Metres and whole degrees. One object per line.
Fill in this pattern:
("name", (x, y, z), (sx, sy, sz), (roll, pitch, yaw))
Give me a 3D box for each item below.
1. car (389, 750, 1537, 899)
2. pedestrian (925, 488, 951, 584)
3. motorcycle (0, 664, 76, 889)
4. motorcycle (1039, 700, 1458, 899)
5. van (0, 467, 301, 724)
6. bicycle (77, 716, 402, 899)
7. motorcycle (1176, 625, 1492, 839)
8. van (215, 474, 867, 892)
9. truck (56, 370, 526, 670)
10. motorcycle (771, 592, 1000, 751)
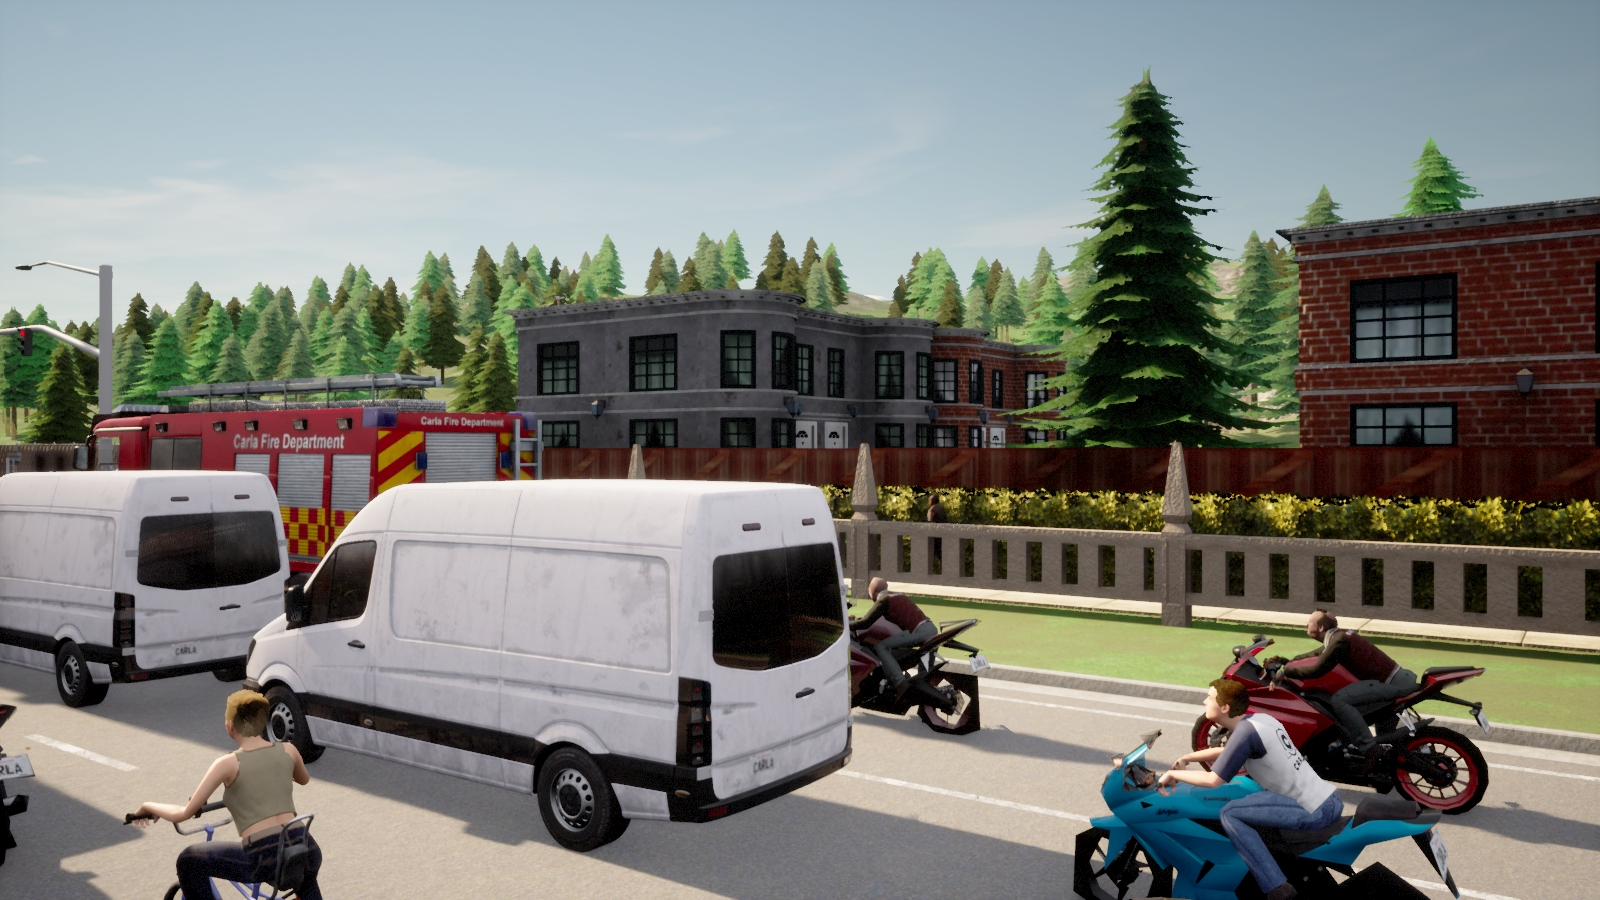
("car", (0.956, 2.066, 3.117), (4.193, 1.474, 1.816), (0, 0, 35))
("pedestrian", (2.741, 1.696, 22.680), (0.375, 1.860, 0.375), (0, 0, 35))
("motorcycle", (-6.050, 2.205, 8.010), (2.209, 1.251, 0.867), (0, 0, 35))
("motorcycle", (2.445, 2.186, 6.345), (2.033, 1.199, 0.803), (0, 0, 35))
("van", (-8.827, 1.534, 14.236), (5.915, 2.561, 1.988), (0, 0, 35))
("bicycle", (-2.830, 2.158, 5.745), (1.487, 1.277, 0.859), (0, 0, 35))
("motorcycle", (4.314, 2.205, 9.310), (2.209, 1.251, 0.867), (0, 0, 35))
("van", (-2.471, 1.534, 9.781), (5.915, 2.561, 1.988), (0, 0, 35))
("truck", (-8.356, 0.891, 18.177), (8.468, 3.827, 2.891), (0, 0, 35))
("motorcycle", (0.853, 2.205, 11.733), (2.209, 1.251, 0.867), (0, 0, 35))
